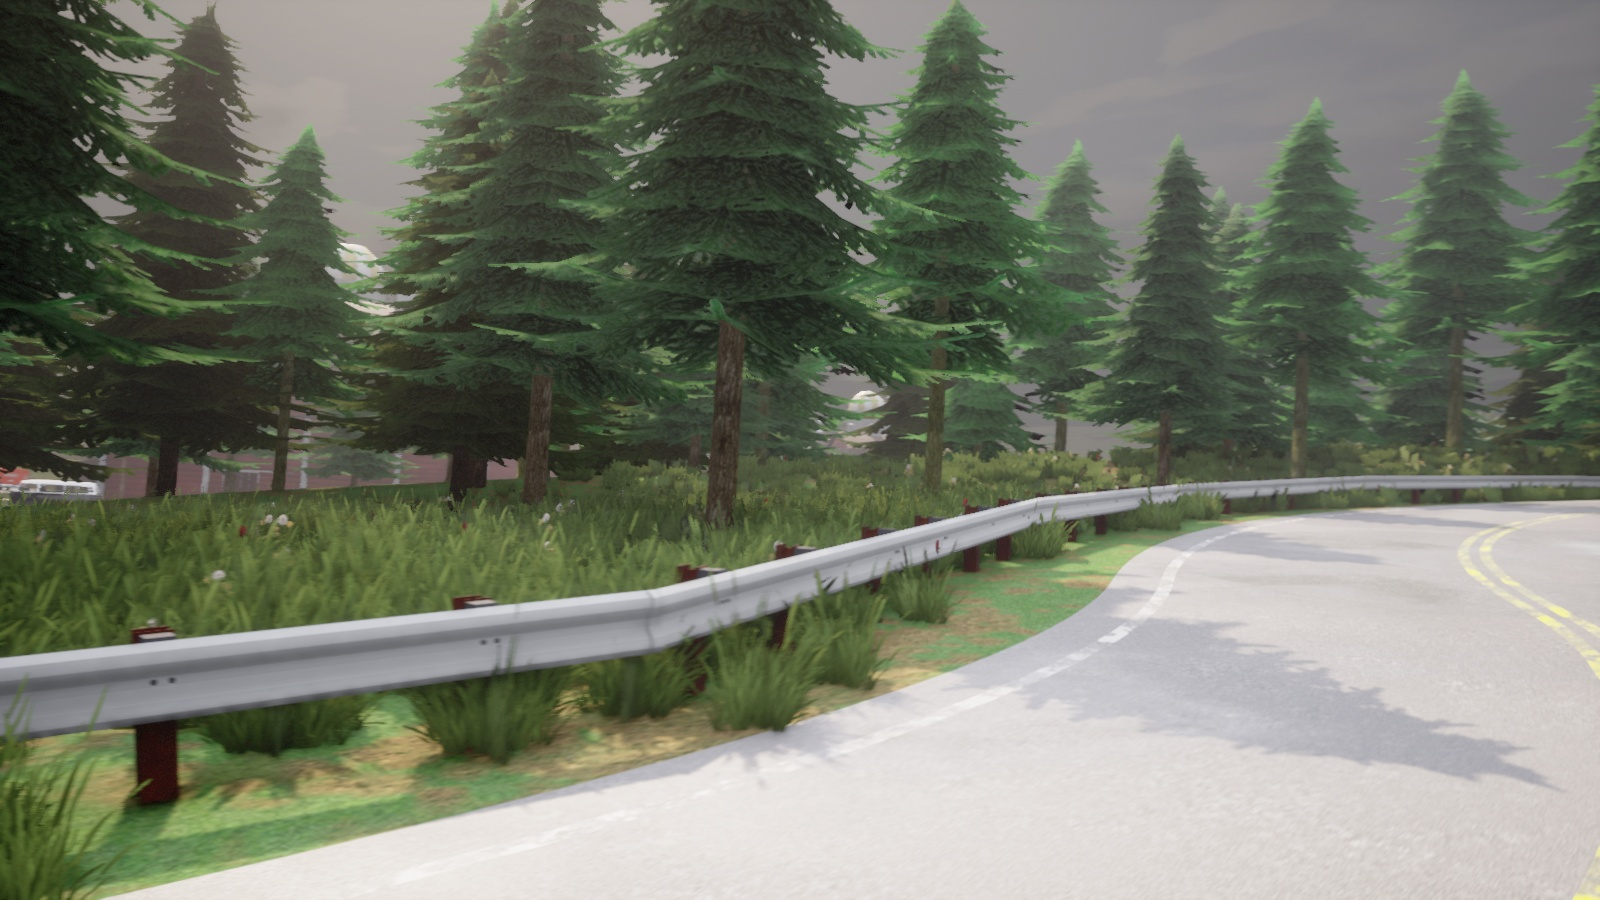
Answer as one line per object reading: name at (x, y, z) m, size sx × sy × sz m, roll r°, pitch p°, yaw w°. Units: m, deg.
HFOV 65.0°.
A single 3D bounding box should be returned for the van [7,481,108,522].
van at (-41.870, 2.899, 70.920) m, size 4.480 × 2.038 × 2.069 m, roll 4°, pitch -3°, yaw -22°
